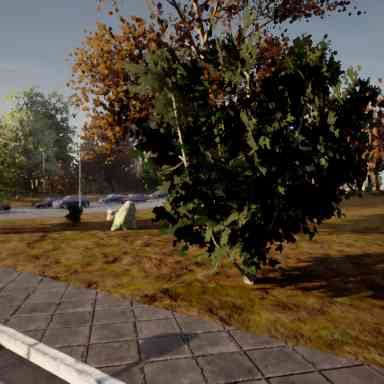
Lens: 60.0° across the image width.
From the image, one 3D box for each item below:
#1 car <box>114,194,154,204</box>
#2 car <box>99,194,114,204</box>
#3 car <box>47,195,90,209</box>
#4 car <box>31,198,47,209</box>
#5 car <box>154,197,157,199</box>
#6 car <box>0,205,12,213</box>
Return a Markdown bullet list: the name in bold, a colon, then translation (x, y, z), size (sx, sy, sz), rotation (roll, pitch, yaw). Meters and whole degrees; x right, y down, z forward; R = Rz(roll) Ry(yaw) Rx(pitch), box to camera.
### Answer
- **car**: translation (-8.798, 0.959, 50.901), size (2.033, 1.411, 5.357), rotation (0, 3, 39)
- **car**: translation (-12.338, 1.009, 52.076), size (1.812, 1.442, 4.674), rotation (0, 2, 39)
- **car**: translation (-15.490, 1.179, 42.650), size (2.097, 1.767, 4.553), rotation (0, 2, 39)
- **car**: translation (-18.552, 1.401, 44.433), size (2.033, 1.411, 5.357), rotation (0, 2, 39)
- **car**: translation (-5.781, 0.465, 60.108), size (2.128, 1.511, 4.902), rotation (0, 3, 40)
- **car**: translation (-21.768, 1.646, 34.901), size (1.895, 1.301, 4.718), rotation (0, 1, 39)
